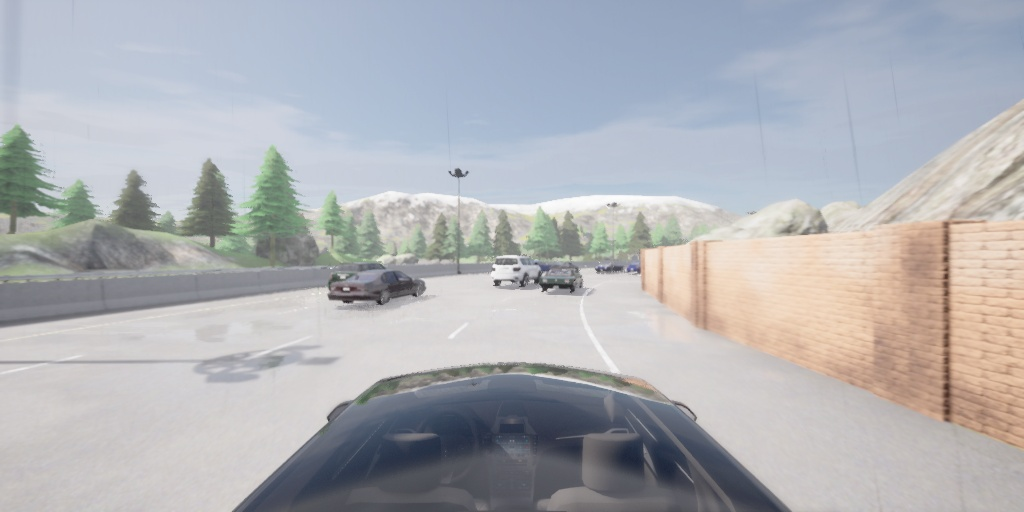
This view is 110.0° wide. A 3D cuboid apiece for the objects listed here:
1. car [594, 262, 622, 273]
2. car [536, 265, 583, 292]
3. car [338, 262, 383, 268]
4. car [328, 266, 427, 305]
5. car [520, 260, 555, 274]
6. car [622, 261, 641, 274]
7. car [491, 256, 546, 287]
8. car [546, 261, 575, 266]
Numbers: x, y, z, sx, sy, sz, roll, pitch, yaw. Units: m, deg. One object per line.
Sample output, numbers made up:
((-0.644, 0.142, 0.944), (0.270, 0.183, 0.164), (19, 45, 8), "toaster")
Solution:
((12.222, 1.438, 44.578), (1.895, 1.301, 4.718), (0, 0, 43), "car")
((3.072, 1.390, 21.374), (1.895, 1.301, 4.718), (0, 0, 18), "car")
((-8.190, 1.136, 20.517), (2.097, 1.767, 4.553), (0, 0, 14), "car")
((-5.804, 1.324, 16.211), (2.033, 1.411, 5.357), (0, 0, 12), "car")
((3.177, 1.311, 44.014), (1.882, 1.535, 5.008), (-1, -1, 37), "car")
((15.152, 1.359, 42.360), (1.812, 1.442, 4.674), (-1, -1, 42), "car")
((0.435, 1.018, 25.171), (2.150, 2.045, 5.566), (-1, 0, 21), "car")
((6.294, 1.357, 42.382), (1.812, 1.442, 4.674), (-1, 0, 37), "car")
